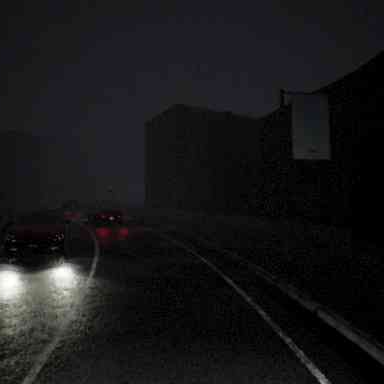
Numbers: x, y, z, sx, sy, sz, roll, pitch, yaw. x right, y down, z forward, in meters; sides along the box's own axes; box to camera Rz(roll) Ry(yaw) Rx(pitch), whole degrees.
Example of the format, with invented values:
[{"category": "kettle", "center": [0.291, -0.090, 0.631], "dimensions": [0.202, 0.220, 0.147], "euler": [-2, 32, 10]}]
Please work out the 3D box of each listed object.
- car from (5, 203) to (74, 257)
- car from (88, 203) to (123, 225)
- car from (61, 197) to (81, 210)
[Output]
[{"category": "car", "center": [-5.808, 1.424, 12.978], "dimensions": [1.882, 1.535, 5.008], "euler": [1, 0, -18]}, {"category": "car", "center": [-6.210, 1.497, 23.696], "dimensions": [1.812, 1.442, 4.674], "euler": [2, 0, -25]}, {"category": "car", "center": [-14.200, 1.329, 39.061], "dimensions": [2.128, 1.511, 4.902], "euler": [2, 0, -25]}]
